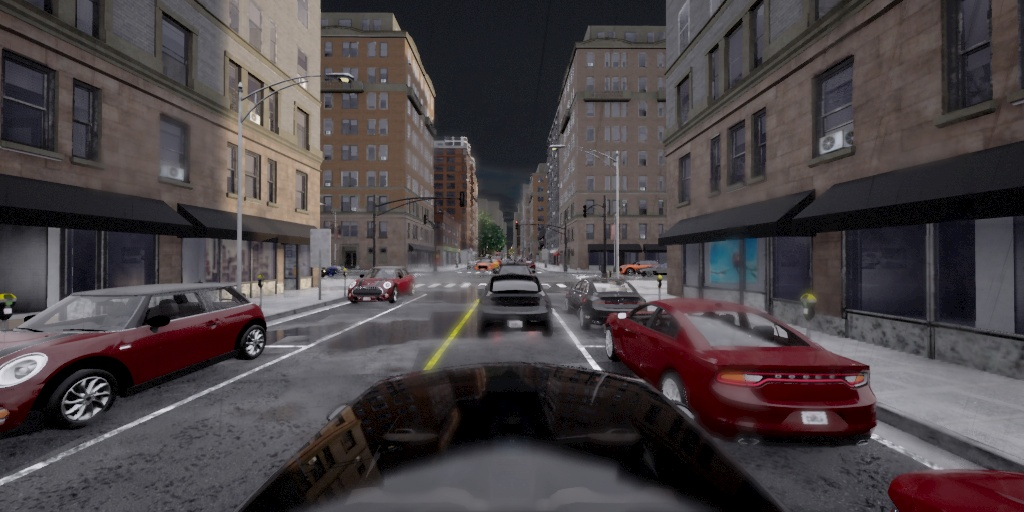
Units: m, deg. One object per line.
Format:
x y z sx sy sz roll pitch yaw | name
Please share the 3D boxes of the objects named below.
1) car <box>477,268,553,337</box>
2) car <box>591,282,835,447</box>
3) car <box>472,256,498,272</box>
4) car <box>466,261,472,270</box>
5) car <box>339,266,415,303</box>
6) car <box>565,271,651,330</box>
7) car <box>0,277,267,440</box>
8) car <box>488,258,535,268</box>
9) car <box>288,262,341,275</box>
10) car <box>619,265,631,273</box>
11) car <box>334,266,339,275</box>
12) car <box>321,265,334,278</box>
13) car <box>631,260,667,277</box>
0.056 1.258 10.313 1.837 1.490 4.892 0 0 -1 | car
2.675 1.296 5.397 1.888 1.381 4.507 0 0 0 | car
-3.468 1.135 46.880 2.097 1.767 4.553 0 0 5 | car
-5.909 1.346 54.750 2.007 1.370 4.403 0 0 0 | car
-5.835 1.195 16.389 1.967 1.591 4.097 0 0 0 | car
2.683 1.303 10.889 2.007 1.370 4.403 0 0 0 | car
-5.852 1.190 5.403 1.967 1.591 4.097 0 0 0 | car
0.120 1.108 17.728 2.097 1.767 4.553 0 0 0 | car
-21.420 1.316 39.032 4.718 1.301 1.895 0 0 0 | car
14.024 1.222 39.265 4.553 1.767 2.097 0 0 0 | car
-18.410 1.150 32.413 5.008 1.535 1.882 0 0 0 | car
-18.020 0.869 29.159 5.566 2.045 2.150 0 0 0 | car
15.189 1.395 36.004 5.357 1.411 2.033 0 0 0 | car
